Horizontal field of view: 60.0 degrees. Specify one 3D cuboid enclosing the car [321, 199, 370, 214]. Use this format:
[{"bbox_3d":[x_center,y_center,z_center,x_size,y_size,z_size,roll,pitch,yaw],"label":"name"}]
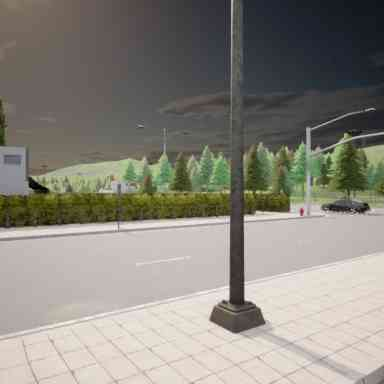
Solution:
[{"bbox_3d":[16.010,1.505,34.897,1.837,1.490,4.892,0,0,-36],"label":"car"}]
